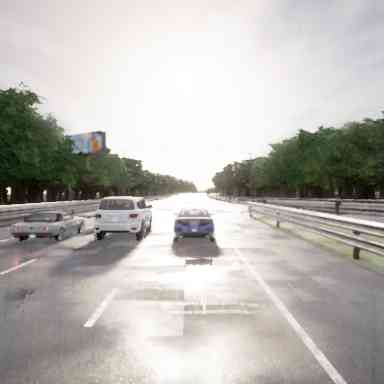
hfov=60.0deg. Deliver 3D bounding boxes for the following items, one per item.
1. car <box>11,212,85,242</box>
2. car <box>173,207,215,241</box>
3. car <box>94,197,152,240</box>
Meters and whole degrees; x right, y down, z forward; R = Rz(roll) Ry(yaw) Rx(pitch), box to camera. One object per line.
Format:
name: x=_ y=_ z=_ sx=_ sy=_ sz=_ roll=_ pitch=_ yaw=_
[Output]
car: x=-6.900 y=1.623 z=16.604 sx=1.895 sy=1.301 sz=4.718 roll=0 pitch=0 yaw=0
car: x=0.100 y=1.501 z=16.821 sx=1.882 sy=1.535 sz=5.008 roll=0 pitch=0 yaw=0
car: x=-3.401 y=1.246 z=17.342 sx=2.150 sy=2.045 sz=5.566 roll=0 pitch=0 yaw=0
